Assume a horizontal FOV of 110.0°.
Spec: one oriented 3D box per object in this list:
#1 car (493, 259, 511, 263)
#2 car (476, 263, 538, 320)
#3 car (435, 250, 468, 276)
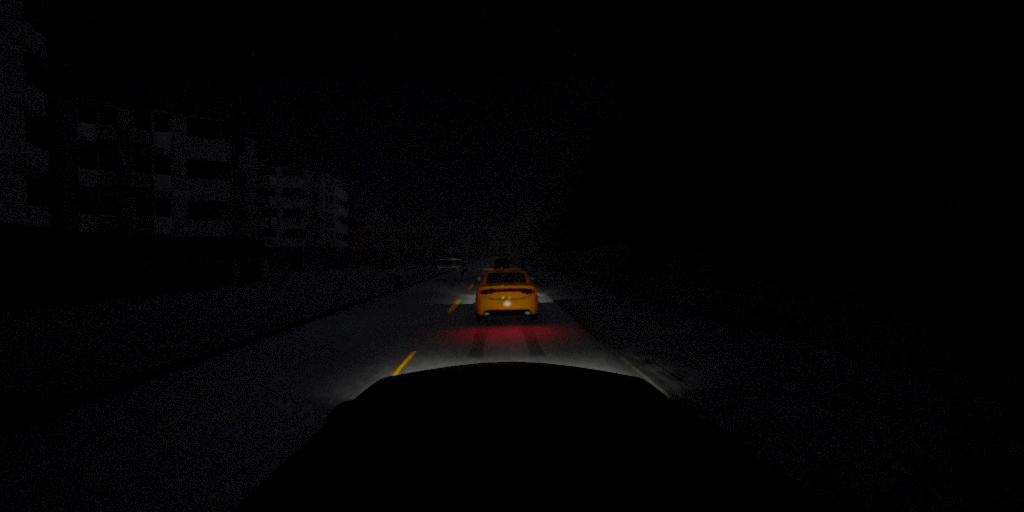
[{"bbox_3d":[-1.207,1.038,43.136,1.837,1.490,4.892,-1,1,-2],"label":"car"},{"bbox_3d":[-0.206,1.169,12.506,1.882,1.535,5.008,-1,0,-2],"label":"car"},{"bbox_3d":[-4.875,0.489,29.700,2.150,2.045,5.566,-1,0,-2],"label":"car"}]
